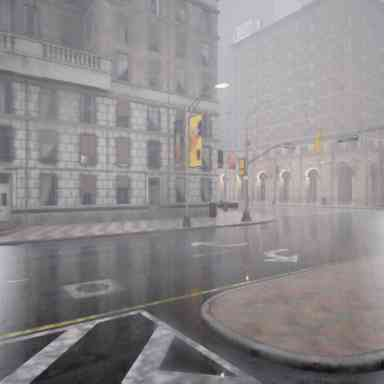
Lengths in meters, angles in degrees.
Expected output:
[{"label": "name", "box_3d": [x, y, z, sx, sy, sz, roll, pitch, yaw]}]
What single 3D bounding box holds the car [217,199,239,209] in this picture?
[{"label": "car", "box_3d": [4.027, 1.600, 43.907, 1.895, 1.301, 4.718, 0, 0, -36]}]
